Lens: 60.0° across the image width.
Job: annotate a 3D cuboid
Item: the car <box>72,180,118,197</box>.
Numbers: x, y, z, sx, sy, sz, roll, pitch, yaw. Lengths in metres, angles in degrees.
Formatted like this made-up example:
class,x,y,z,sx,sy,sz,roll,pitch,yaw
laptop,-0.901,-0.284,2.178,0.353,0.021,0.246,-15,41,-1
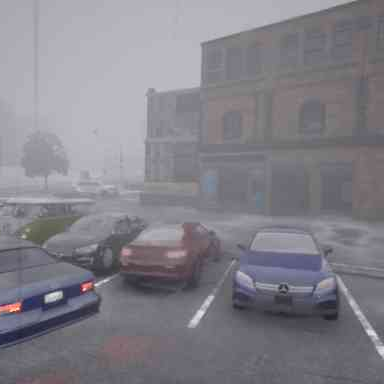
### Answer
class,x,y,z,sx,sy,sz,roll,pitch,yaw
car,-11.652,-0.413,39.567,5.566,2.045,2.435,1,6,8

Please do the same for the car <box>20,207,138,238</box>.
class,x,y,z,sx,sy,sz,roll,pitch,yaw
car,-2.885,1.465,11.072,2.231,1.521,4.892,1,-1,14

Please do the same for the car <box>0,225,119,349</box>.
class,x,y,z,sx,sy,sz,roll,pitch,yaw
car,-4.030,1.535,6.159,5.357,1.411,2.033,0,0,35

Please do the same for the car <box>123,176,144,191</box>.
class,x,y,z,sx,sy,sz,roll,pitch,yaw
car,-7.399,-1.021,47.540,4.892,1.521,2.231,1,6,8

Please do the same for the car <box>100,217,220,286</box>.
class,x,y,z,sx,sy,sz,roll,pitch,yaw
car,-0.408,1.509,9.348,2.002,1.452,4.674,0,-1,14

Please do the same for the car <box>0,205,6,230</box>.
class,x,y,z,sx,sy,sz,roll,pitch,yaw
car,-12.800,1.477,17.905,2.163,1.488,4.792,0,-1,13

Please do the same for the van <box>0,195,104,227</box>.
class,x,y,z,sx,sy,sz,roll,pitch,yaw
van,-5.409,1.231,12.656,1.878,1.987,4.442,1,-1,14

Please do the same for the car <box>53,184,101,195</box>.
class,x,y,z,sx,sy,sz,roll,pitch,yaw
car,-13.099,0.163,36.948,4.674,1.452,2.002,1,6,8

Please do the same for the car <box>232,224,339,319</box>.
class,x,y,z,sx,sy,sz,roll,pitch,yaw
car,2.076,1.515,7.621,2.002,1.452,4.674,1,-1,15
